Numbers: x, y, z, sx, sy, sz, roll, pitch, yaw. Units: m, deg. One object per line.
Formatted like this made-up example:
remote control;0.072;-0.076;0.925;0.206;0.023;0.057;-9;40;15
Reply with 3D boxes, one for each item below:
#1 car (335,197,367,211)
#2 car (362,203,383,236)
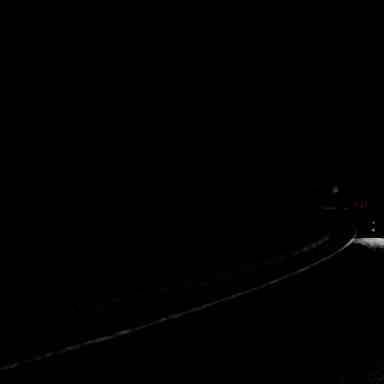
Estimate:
car;18.061;1.335;37.796;1.812;1.442;4.674;1;0;-2
car;10.077;1.482;17.193;1.994;1.385;4.181;0;0;26
